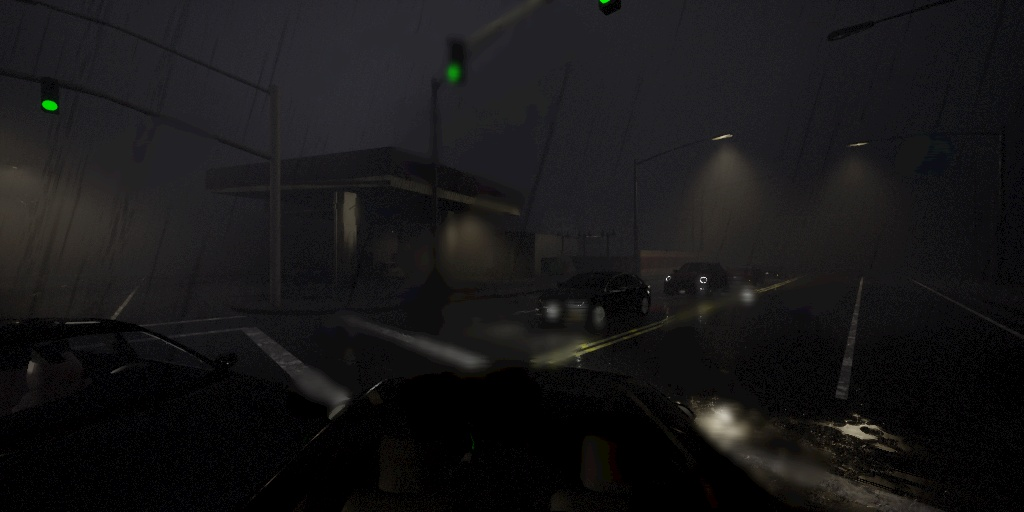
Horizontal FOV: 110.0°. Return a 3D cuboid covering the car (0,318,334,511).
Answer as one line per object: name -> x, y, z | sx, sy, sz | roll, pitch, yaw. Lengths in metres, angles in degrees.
car -> -3.440, 1.242, 2.432 | 4.902, 1.511, 2.128 | 0, 0, 14

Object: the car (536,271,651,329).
car -> 2.790, 1.255, 11.500 | 1.837, 1.490, 4.892 | 0, 0, 44

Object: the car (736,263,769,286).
car -> 16.446, 1.314, 25.365 | 1.994, 1.385, 4.181 | 0, 0, 44

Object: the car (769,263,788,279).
car -> 23.524, 1.314, 32.475 | 4.181, 1.385, 1.994 | 0, 0, -45

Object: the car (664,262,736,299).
car -> 9.575, 1.102, 18.400 | 2.097, 1.767, 4.553 | 0, 0, 45
